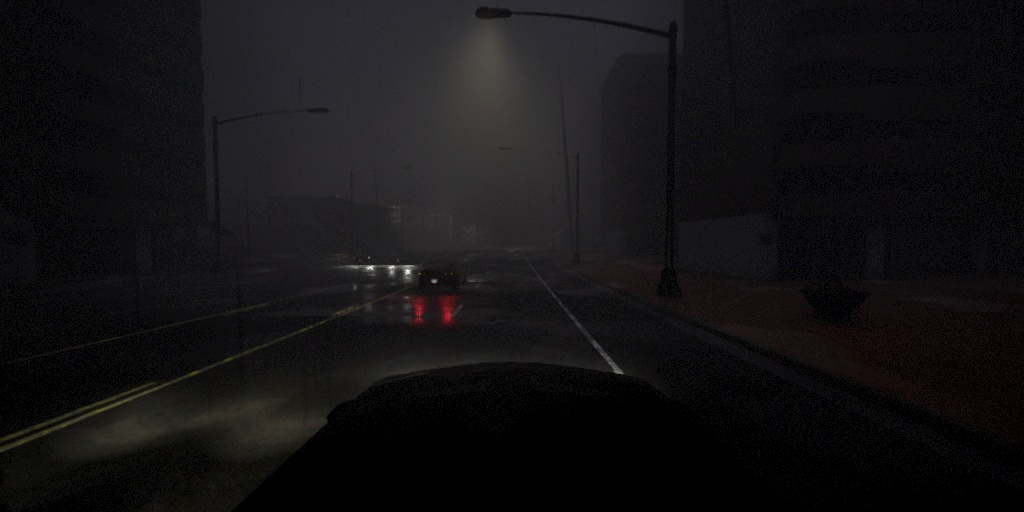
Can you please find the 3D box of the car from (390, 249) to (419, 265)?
[{"bbox_3d":[-10.585,0.016,35.586,1.812,1.442,4.674,0,3,0],"label":"car"}]

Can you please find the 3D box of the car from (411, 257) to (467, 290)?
[{"bbox_3d":[-3.414,0.835,18.029,1.812,1.442,4.674,0,2,0],"label":"car"}]

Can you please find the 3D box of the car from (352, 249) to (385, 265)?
[{"bbox_3d":[-14.085,0.016,35.586,1.812,1.442,4.674,0,3,0],"label":"car"}]
